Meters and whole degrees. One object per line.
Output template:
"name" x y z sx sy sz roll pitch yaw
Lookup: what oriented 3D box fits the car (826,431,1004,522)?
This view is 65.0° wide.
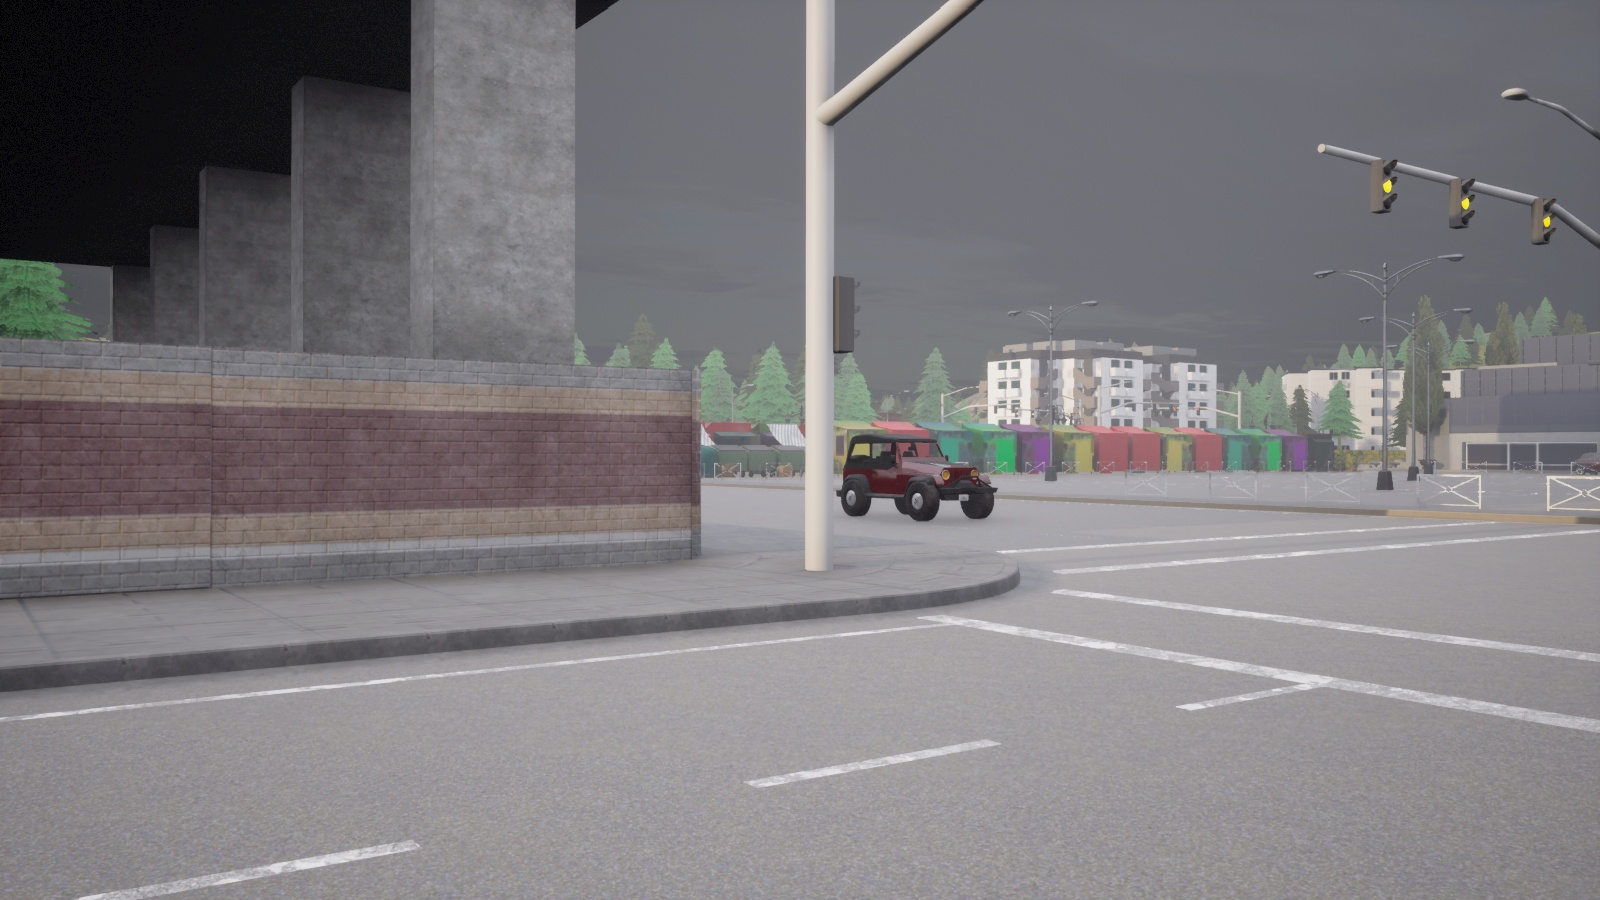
"car" 2.491 0.549 28.043 1.905 1.878 3.866 0 0 -35
